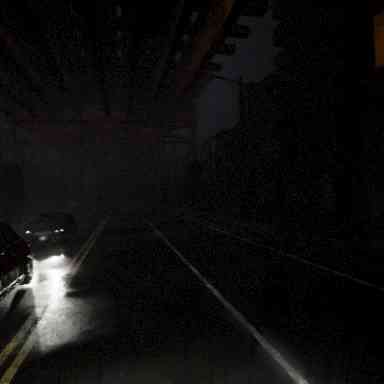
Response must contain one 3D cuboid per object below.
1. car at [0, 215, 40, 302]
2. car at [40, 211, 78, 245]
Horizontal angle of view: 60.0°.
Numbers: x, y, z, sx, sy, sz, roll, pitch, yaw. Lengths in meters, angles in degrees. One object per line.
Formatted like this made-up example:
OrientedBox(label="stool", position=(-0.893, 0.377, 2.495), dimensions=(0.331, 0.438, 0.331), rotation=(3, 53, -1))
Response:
OrientedBox(label="car", position=(-4.924, 1.545, 6.905), dimensions=(2.097, 1.767, 4.553), rotation=(-2, 0, -12))
OrientedBox(label="car", position=(-7.004, 1.774, 16.900), dimensions=(2.128, 1.511, 4.902), rotation=(-2, 0, -12))
